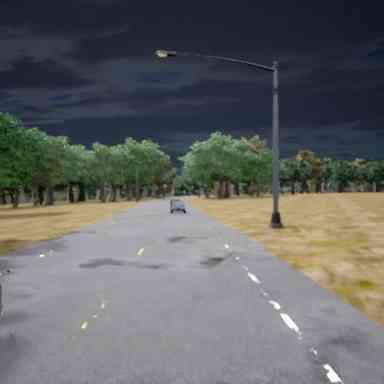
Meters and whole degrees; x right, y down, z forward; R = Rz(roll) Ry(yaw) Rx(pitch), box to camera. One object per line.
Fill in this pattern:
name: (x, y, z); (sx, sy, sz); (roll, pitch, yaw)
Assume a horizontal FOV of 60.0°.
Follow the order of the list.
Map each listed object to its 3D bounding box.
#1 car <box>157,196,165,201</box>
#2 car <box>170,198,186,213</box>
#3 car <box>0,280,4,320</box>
car: (-8.645, 1.692, 93.176); (1.994, 1.385, 4.181); (0, 0, -3)
car: (-1.754, 1.783, 41.061); (2.033, 1.411, 5.357); (0, 0, -4)
car: (-3.650, 1.510, 2.891); (2.128, 1.511, 4.902); (0, 0, -1)
